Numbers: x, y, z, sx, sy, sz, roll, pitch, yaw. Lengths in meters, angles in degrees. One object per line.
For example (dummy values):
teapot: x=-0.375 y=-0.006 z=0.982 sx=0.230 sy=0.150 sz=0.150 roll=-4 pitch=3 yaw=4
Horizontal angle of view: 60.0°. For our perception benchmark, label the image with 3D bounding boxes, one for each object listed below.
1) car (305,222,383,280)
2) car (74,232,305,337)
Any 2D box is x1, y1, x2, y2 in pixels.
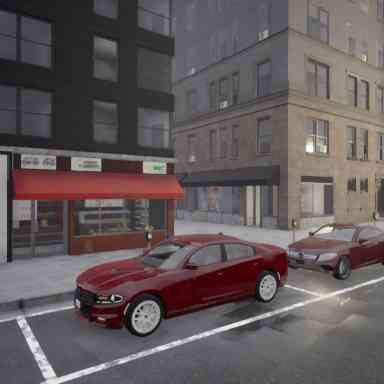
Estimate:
car: x=4.521 y=1.577 z=9.862 sx=4.206 sy=1.307 sz=1.802 roll=0 pitch=0 yaw=-35
car: x=0.000 y=1.545 z=6.643 sx=4.507 sy=1.381 sz=1.887 roll=0 pitch=0 yaw=-35
